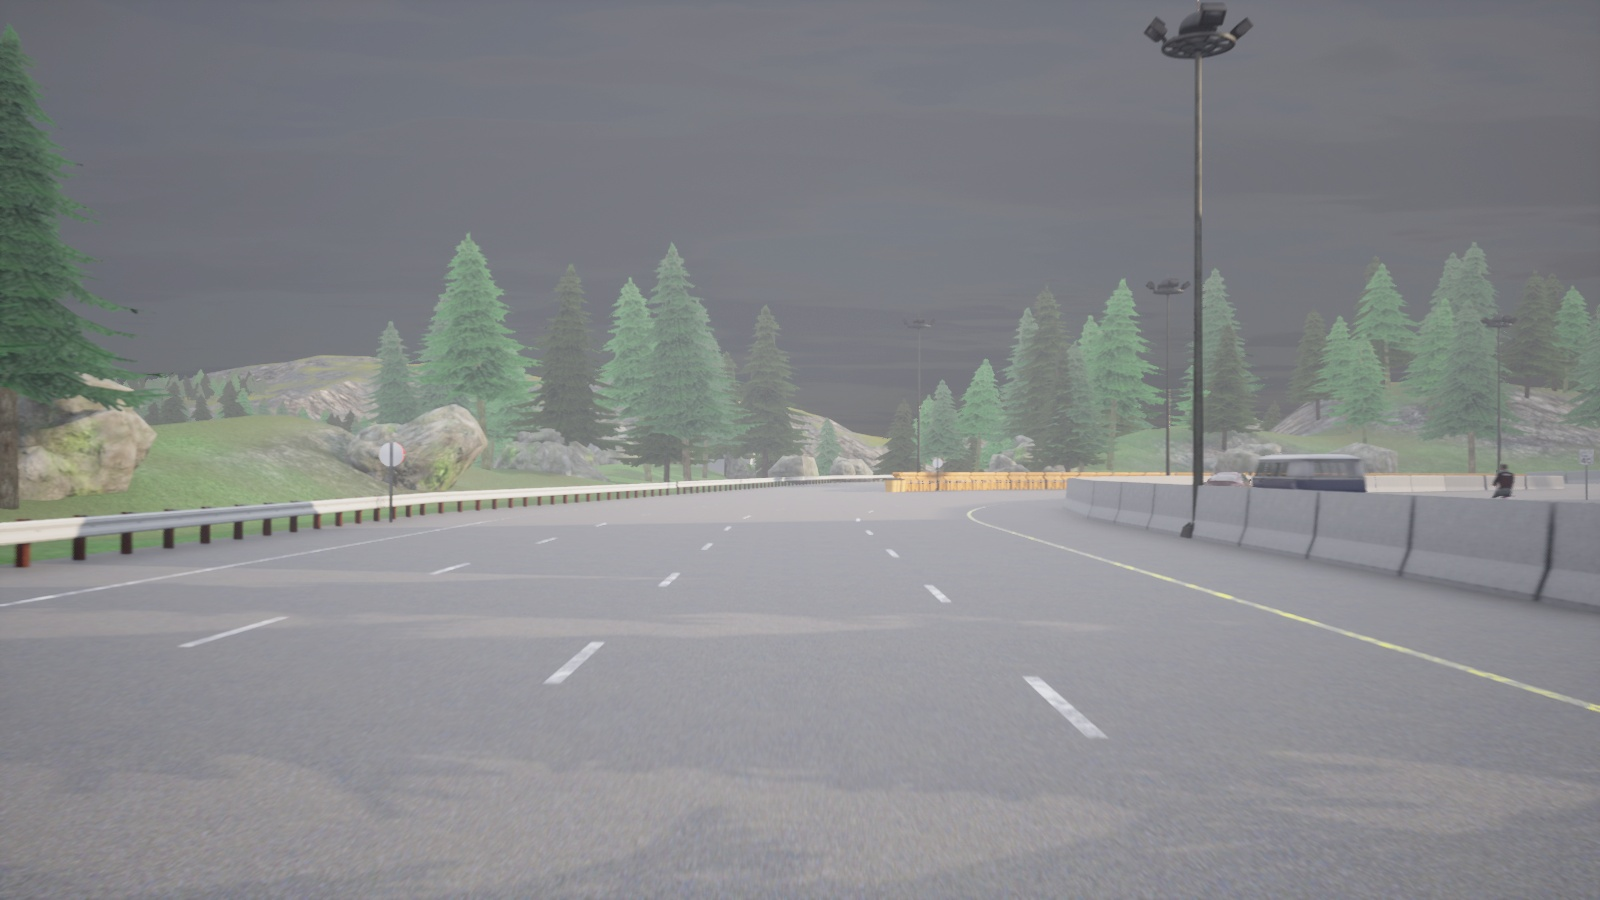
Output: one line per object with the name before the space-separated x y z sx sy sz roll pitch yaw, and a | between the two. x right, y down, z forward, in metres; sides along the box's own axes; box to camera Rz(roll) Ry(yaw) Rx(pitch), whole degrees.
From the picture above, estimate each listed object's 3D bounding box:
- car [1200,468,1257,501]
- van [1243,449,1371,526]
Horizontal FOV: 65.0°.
car | 19.635 1.555 57.450 1.812 1.442 4.674 -1 -1 27
van | 13.947 0.993 34.840 1.775 1.987 4.442 0 -1 1
